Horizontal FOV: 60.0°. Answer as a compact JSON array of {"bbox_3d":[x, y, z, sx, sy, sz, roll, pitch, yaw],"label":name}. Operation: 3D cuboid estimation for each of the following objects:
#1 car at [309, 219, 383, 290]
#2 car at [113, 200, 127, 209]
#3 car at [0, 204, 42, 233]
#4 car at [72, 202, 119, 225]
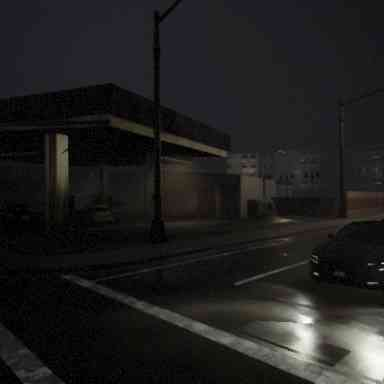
[{"bbox_3d":[4.996,1.537,9.092,1.882,1.535,5.008,-1,-1,45],"label":"car"},{"bbox_3d":[-13.175,2.188,59.406,1.837,1.490,4.892,0,-1,10],"label":"car"},{"bbox_3d":[-11.342,1.588,21.274,2.242,1.667,4.611,0,-1,-44],"label":"car"},{"bbox_3d":[-7.752,1.769,25.823,1.970,1.475,3.806,0,-1,-44],"label":"car"}]
